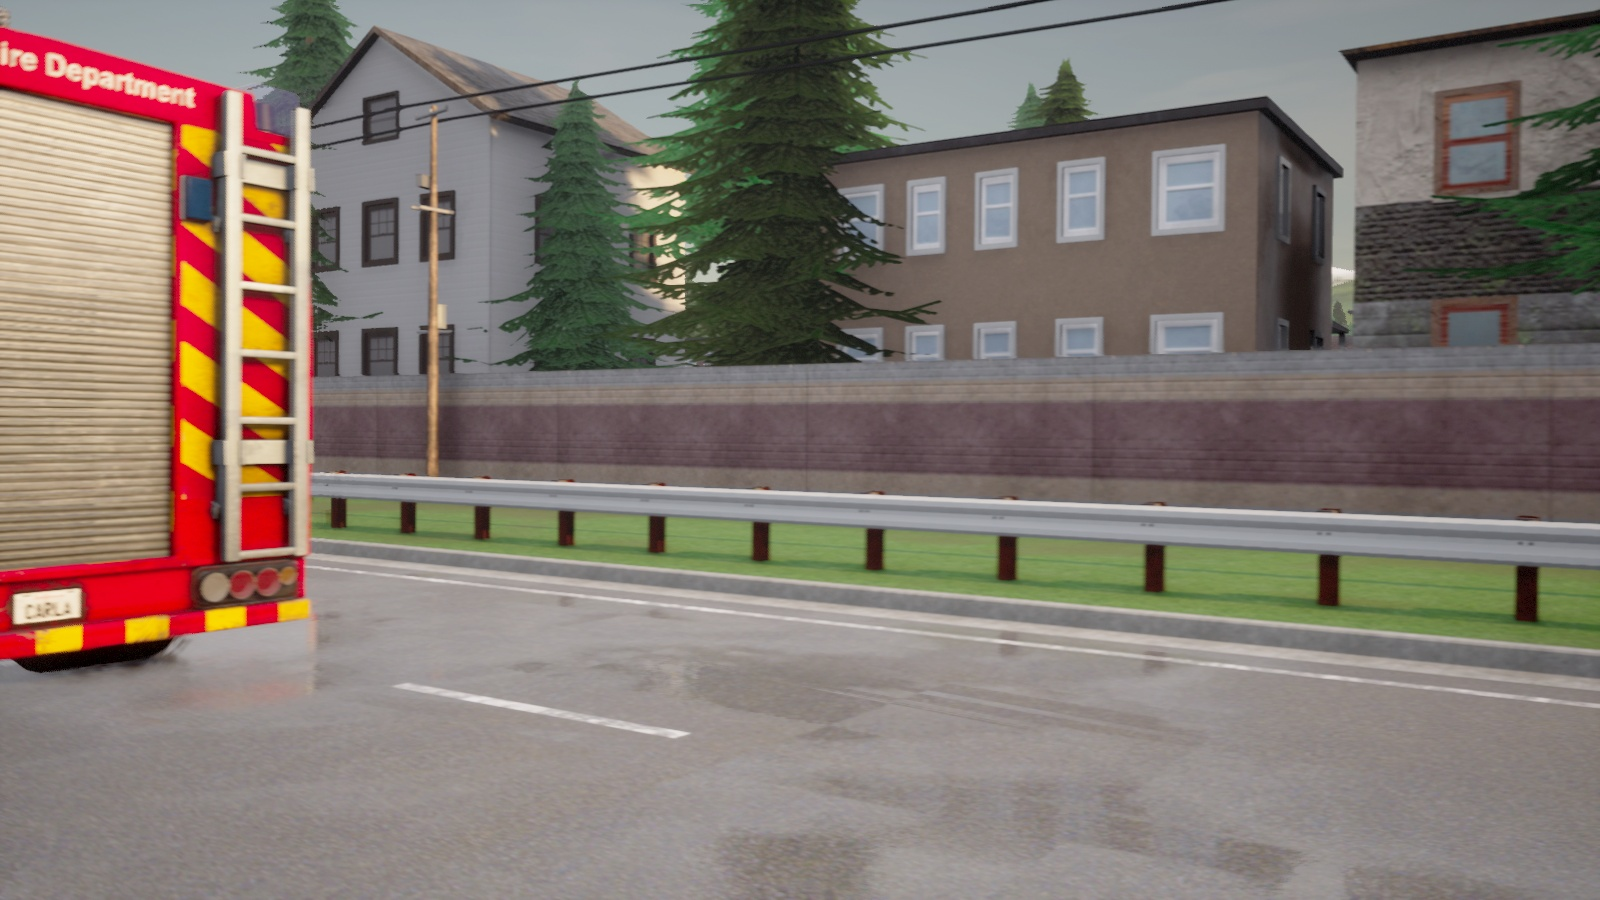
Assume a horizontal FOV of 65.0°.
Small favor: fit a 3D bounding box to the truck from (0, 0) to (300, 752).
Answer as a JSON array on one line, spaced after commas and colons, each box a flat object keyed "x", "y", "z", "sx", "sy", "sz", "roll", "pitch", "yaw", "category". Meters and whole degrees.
[{"x": -7.255, "y": -0.483, "z": 8.421, "sx": 8.468, "sy": 3.827, "sz": 2.891, "roll": 0, "pitch": 1, "yaw": 34, "category": "truck"}]
